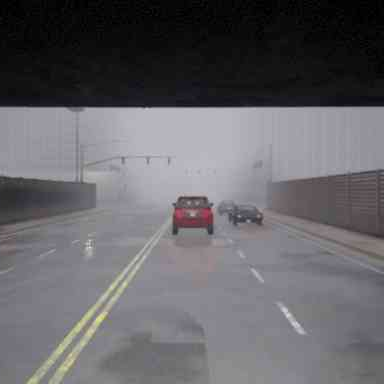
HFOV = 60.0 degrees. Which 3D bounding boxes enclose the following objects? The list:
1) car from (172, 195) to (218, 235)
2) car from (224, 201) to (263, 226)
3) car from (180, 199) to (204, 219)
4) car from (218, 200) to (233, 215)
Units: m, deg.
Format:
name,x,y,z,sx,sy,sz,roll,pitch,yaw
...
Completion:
name,x,y,z,sx,sy,sz,roll,pitch,yaw
car,0.052,1.193,18.892,2.150,2.045,5.566,0,0,0
car,3.604,1.565,23.311,1.895,1.301,4.718,0,0,0
car,0.006,1.433,29.603,1.882,1.535,5.008,0,0,0
car,3.601,1.513,33.540,1.994,1.385,4.181,0,0,0
